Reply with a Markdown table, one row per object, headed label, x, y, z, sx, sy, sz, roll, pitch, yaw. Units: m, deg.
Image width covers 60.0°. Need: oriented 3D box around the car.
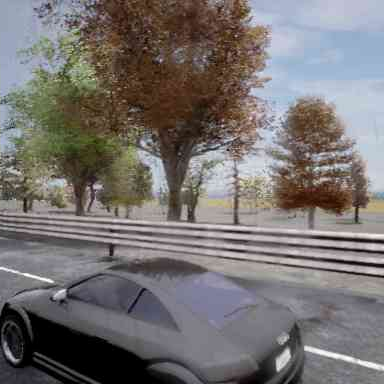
| label | x | y | z | sx | sy | sz | roll | pitch | yaw |
| --- | --- | --- | --- | --- | --- | --- | --- | --- | --- |
| car | -0.747 | 1.599 | 4.397 | 4.181 | 1.385 | 1.994 | -1 | 0 | 36 |
